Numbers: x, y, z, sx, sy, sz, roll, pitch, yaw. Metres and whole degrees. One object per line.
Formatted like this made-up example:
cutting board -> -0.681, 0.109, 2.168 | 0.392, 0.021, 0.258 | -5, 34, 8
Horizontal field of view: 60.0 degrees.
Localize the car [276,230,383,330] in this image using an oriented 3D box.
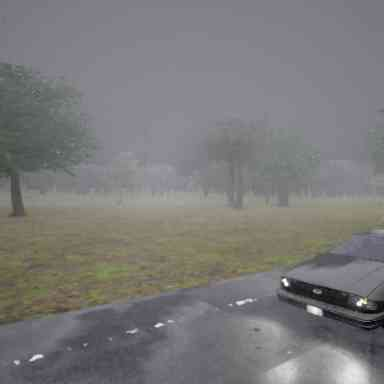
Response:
car -> 4.164, 1.541, 6.971 | 5.357, 1.411, 2.033 | 0, 0, -36
